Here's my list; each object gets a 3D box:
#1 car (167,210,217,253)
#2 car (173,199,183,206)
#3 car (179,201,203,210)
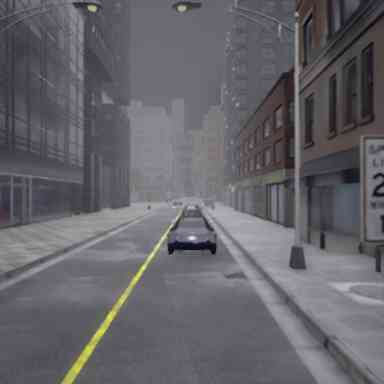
[{"bbox_3d":[0.007,1.699,14.301,1.994,1.385,4.181,0,0,0],"label":"car"},{"bbox_3d":[-2.995,2.164,70.987,1.882,1.535,5.008,0,-1,0],"label":"car"},{"bbox_3d":[0.006,1.801,29.372,1.812,1.442,4.674,0,0,0],"label":"car"}]
